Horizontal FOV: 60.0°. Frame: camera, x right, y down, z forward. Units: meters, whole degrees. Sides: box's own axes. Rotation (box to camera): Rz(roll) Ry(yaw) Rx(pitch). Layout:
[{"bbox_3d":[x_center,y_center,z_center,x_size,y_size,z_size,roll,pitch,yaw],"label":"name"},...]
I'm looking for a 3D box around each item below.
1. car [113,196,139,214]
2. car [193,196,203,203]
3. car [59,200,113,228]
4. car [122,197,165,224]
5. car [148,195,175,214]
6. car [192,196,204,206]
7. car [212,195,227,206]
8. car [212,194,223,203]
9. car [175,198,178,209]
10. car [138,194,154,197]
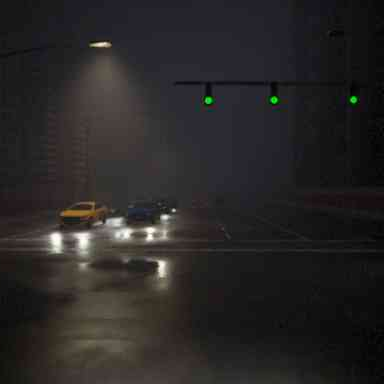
[{"bbox_3d":[-6.703,1.382,30.944,2.128,1.511,4.902,0,0,2],"label":"car"},{"bbox_3d":[1.176,1.381,62.127,1.895,1.301,4.718,0,0,1],"label":"car"},{"bbox_3d":[-6.937,1.401,21.678,1.882,1.535,5.008,0,0,1],"label":"car"},{"bbox_3d":[-3.379,1.393,24.038,1.882,1.535,5.008,0,0,1],"label":"car"},{"bbox_3d":[-3.133,1.387,33.264,1.837,1.490,4.892,0,0,2],"label":"car"},{"bbox_3d":[0.912,1.418,51.801,1.895,1.301,4.718,0,0,1],"label":"car"},{"bbox_3d":[4.416,1.294,51.895,1.882,1.535,5.008,0,0,1],"label":"car"},{"bbox_3d":[4.674,1.258,62.007,1.882,1.535,5.008,0,0,1],"label":"car"},{"bbox_3d":[-2.792,1.392,43.856,2.033,1.411,5.357,0,0,1],"label":"car"},{"bbox_3d":[-6.377,1.207,40.999,2.097,1.767,4.553,0,0,2],"label":"car"}]
